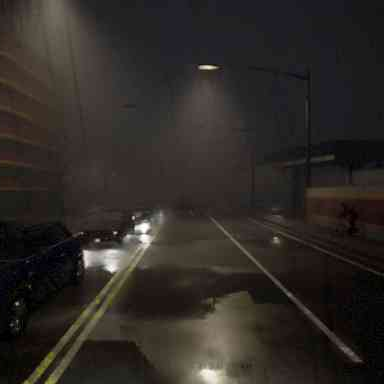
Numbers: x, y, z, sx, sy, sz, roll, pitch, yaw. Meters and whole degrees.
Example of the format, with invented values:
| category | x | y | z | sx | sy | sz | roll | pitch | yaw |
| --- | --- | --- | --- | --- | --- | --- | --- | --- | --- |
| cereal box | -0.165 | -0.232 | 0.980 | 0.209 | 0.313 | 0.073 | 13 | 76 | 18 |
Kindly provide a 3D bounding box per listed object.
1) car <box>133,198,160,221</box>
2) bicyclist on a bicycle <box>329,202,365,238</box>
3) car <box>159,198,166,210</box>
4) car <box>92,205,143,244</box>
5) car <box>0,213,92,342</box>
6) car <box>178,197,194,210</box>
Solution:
| category | x | y | z | sx | sy | sz | roll | pitch | yaw |
| --- | --- | --- | --- | --- | --- | --- | --- | --- | --- |
| car | -4.153 | 1.566 | 27.895 | 2.128 | 1.511 | 4.902 | 0 | 0 | -1 |
| bicyclist on a bicycle | 7.095 | 1.291 | 15.215 | 1.656 | 1.620 | 0.582 | 0 | 0 | -1 |
| car | -4.404 | 1.597 | 43.750 | 2.128 | 1.511 | 4.902 | 0 | 0 | -1 |
| car | -3.912 | 1.599 | 16.234 | 2.033 | 1.411 | 5.357 | 0 | 0 | -1 |
| car | -3.703 | 1.384 | 6.464 | 2.097 | 1.767 | 4.553 | 0 | 0 | -1 |
| car | -0.823 | 1.437 | 43.932 | 2.097 | 1.767 | 4.553 | 0 | 0 | -1 |
